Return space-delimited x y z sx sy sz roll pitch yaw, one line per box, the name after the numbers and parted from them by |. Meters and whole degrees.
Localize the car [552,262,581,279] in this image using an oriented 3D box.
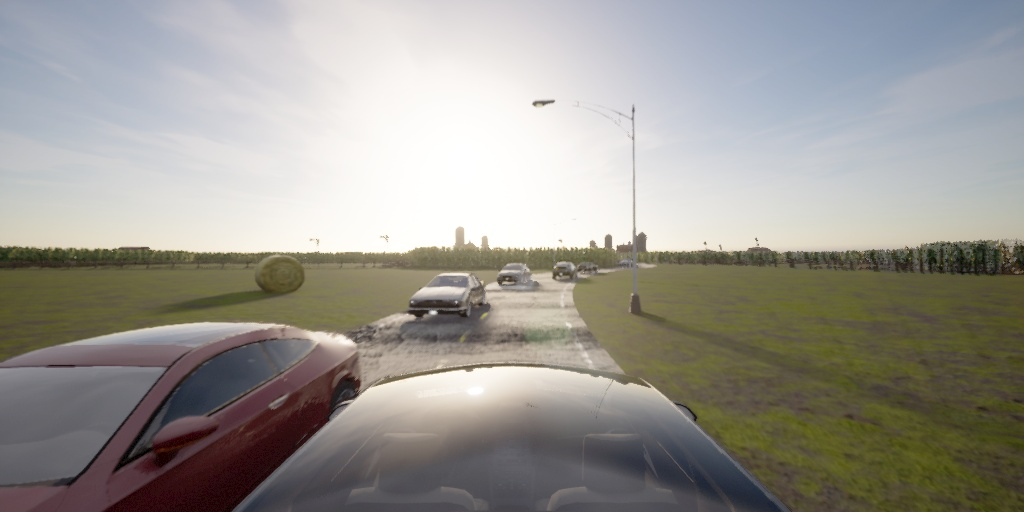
5.045 1.344 33.811 1.837 1.490 4.892 0 0 18 | car

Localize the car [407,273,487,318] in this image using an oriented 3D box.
-2.164 1.355 13.587 2.033 1.411 5.357 0 0 5 | car

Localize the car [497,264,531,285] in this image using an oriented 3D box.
0.218 1.345 27.289 1.837 1.490 4.892 -1 0 14 | car

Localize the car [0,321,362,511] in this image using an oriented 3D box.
-2.664 1.298 2.495 1.812 1.442 4.674 0 0 0 | car

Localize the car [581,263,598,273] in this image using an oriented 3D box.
9.587 1.478 45.498 1.895 1.301 4.718 0 0 26 | car
